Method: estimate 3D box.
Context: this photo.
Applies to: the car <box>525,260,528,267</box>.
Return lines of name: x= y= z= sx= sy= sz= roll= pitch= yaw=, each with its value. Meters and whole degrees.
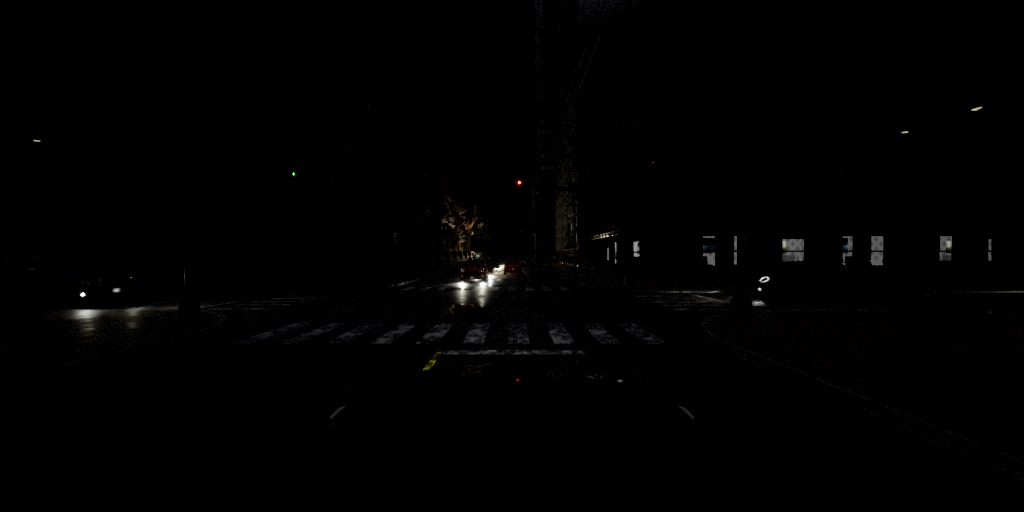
car: x=2.675 y=1.318 z=36.541 sx=1.948 sy=1.339 sz=4.313 roll=0 pitch=0 yaw=0

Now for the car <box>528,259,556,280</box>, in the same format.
car: x=2.678 y=1.191 z=30.861 sx=1.967 sy=1.591 sz=4.097 roll=0 pitch=0 yaw=0

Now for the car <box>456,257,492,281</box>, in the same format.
car: x=-3.112 y=1.104 z=30.034 sx=2.097 sy=1.767 sz=4.553 roll=0 pitch=0 yaw=0

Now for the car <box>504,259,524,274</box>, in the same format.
car: x=0.083 y=1.230 z=40.872 sx=1.882 sy=1.535 sz=5.008 roll=0 pitch=0 yaw=0

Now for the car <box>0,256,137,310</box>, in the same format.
car: x=-18.582 y=1.015 z=14.398 sx=5.566 sy=2.045 sz=2.150 roll=0 pitch=0 yaw=1

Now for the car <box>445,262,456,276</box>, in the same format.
car: x=-5.706 y=1.297 z=36.535 sx=1.888 sy=1.381 sz=4.507 roll=0 pitch=0 yaw=0

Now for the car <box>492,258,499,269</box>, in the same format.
car: x=-3.095 y=1.102 z=55.634 sx=2.097 sy=1.767 sz=4.553 roll=0 pitch=0 yaw=0

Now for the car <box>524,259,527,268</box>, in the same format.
car: x=2.665 y=1.314 z=59.266 sx=1.948 sy=1.339 sz=4.313 roll=0 pitch=0 yaw=0

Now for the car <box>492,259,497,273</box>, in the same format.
car: x=-3.115 y=1.353 z=40.885 sx=1.895 sy=1.301 sz=4.718 roll=0 pitch=0 yaw=0

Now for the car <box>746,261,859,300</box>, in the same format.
car: x=13.342 y=1.063 z=16.970 sx=4.553 sy=1.767 sz=2.097 roll=0 pitch=0 yaw=2
